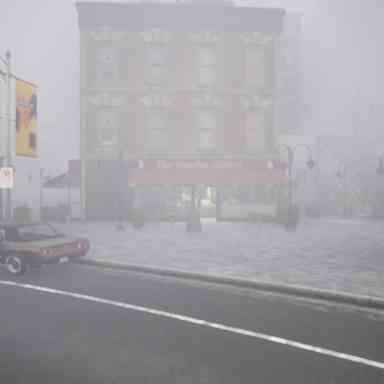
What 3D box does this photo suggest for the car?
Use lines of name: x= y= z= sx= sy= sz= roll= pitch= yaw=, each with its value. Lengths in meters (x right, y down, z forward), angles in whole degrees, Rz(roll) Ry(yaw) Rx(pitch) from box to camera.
car: x=-5.547 y=1.603 z=10.257 sx=4.718 sy=1.301 sz=1.895 roll=0 pitch=0 yaw=27
